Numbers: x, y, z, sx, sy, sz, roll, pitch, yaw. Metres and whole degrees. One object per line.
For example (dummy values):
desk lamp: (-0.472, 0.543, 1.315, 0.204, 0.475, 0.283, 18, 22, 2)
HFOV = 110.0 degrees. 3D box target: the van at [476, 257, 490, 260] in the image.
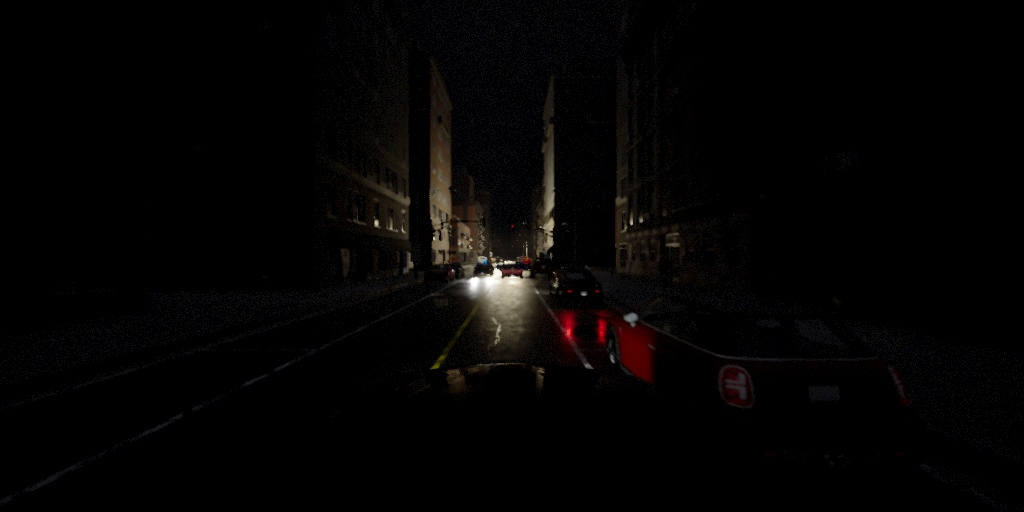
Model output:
van: (-5.386, 1.014, 64.494, 1.690, 1.789, 3.998, 0, 0, 0)

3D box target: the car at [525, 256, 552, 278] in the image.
car: (2.648, 1.030, 32.528, 2.192, 1.841, 5.009, 0, 0, 0)

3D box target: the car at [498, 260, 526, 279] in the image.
car: (0.021, 1.317, 32.236, 1.895, 1.301, 4.718, 0, 0, 0)

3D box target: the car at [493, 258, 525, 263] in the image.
car: (0.242, 1.290, 46.470, 4.718, 1.301, 1.895, 0, 0, -36)

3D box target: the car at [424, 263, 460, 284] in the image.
car: (-5.379, 1.268, 27.020, 1.888, 1.381, 4.507, 0, 0, 0)

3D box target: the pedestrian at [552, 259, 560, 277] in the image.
pedestrian: (2.361, 1.026, 18.780, 0.375, 1.860, 0.375, 0, 0, -14)

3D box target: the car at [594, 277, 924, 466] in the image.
car: (2.639, 1.186, 4.973, 1.967, 1.591, 4.097, 0, 0, 0)

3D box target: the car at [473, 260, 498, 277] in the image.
car: (-2.749, 1.313, 35.545, 1.895, 1.301, 4.718, 0, 0, 0)

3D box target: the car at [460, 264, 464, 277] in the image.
car: (-5.377, 1.282, 32.530, 1.948, 1.339, 4.313, 0, 0, 0)

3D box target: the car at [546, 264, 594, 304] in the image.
car: (2.755, 1.262, 16.042, 1.812, 1.442, 4.674, 0, 0, 0)
